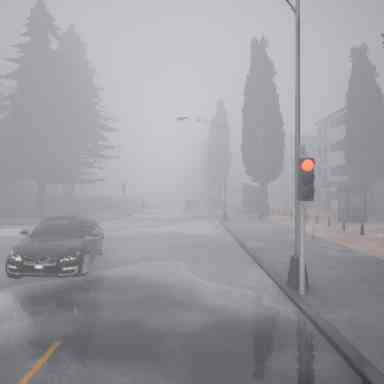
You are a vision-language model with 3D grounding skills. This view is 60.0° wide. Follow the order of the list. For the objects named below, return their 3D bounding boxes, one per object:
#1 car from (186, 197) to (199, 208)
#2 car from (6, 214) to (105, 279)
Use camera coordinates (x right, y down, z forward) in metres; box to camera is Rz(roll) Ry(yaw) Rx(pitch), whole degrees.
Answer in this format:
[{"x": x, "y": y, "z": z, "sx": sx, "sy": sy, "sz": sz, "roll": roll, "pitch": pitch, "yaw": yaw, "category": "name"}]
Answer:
[{"x": 0.062, "y": 1.477, "z": 47.351, "sx": 1.882, "sy": 1.535, "sz": 5.008, "roll": 0, "pitch": 0, "yaw": 0, "category": "car"}, {"x": -3.846, "y": 1.506, "z": 10.205, "sx": 1.837, "sy": 1.490, "sz": 4.892, "roll": 3, "pitch": 0, "yaw": -7, "category": "car"}]
